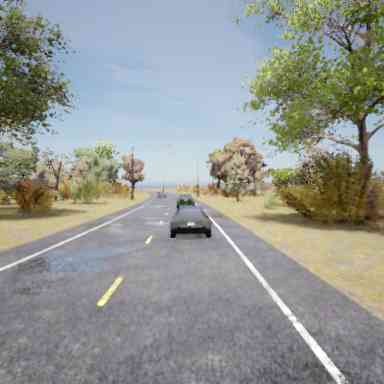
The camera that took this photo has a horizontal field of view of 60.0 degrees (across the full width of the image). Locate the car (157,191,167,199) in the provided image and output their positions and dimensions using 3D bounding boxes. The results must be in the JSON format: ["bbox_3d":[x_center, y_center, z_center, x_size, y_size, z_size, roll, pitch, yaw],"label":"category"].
[{"bbox_3d":[-6.568,0.733,73.905,1.994,1.385,4.181,0,1,-5],"label":"car"}]

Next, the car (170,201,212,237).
[{"bbox_3d":[-0.080,1.381,16.905,1.994,1.385,4.181,0,1,-1],"label":"car"}]

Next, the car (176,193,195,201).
[{"bbox_3d":[-0.801,0.908,39.973,2.097,1.767,4.553,0,1,-2],"label":"car"}]
